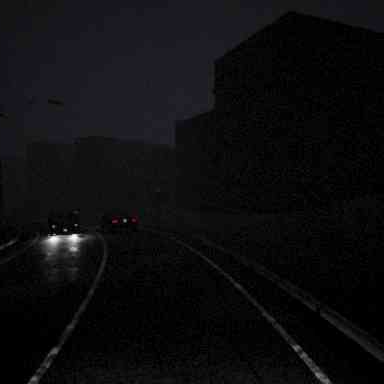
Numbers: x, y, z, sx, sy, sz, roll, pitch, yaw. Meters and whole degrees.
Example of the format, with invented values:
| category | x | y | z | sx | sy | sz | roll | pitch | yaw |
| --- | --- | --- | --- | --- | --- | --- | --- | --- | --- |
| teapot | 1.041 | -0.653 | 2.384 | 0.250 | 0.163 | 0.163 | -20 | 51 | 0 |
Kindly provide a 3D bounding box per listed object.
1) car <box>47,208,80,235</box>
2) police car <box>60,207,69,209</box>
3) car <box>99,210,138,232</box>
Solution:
| category | x | y | z | sx | sy | sz | roll | pitch | yaw |
| --- | --- | --- | --- | --- | --- | --- | --- | --- | --- |
| car | -9.072 | 2.104 | 23.284 | 2.033 | 1.411 | 5.357 | -2 | -1 | -25 |
| police car | -15.077 | 2.599 | 39.010 | 2.038 | 1.542 | 4.974 | -3 | 0 | -39 |
| car | -5.357 | 1.979 | 23.790 | 2.033 | 1.411 | 5.357 | -2 | -1 | -24 |
